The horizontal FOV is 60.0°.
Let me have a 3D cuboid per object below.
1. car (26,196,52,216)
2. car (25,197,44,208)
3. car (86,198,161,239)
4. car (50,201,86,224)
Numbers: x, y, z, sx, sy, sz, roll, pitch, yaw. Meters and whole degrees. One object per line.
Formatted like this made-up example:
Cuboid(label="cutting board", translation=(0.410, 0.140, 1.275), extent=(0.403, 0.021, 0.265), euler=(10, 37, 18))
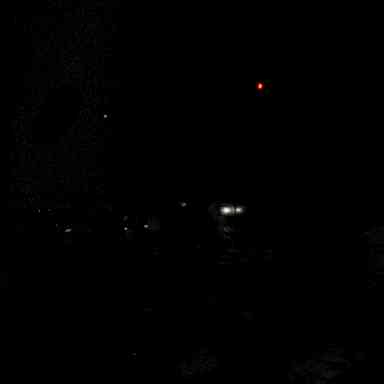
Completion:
Cuboid(label="car", translation=(-16.170, 1.488, 36.241), extent=(2.150, 2.045, 5.566), euler=(1, -1, -35))
Cuboid(label="car", translation=(-26.244, 1.750, 55.369), extent=(2.097, 1.767, 4.553), euler=(1, -1, -35))
Cuboid(label="car", translation=(-3.925, 1.396, 19.084), extent=(2.150, 2.045, 5.566), euler=(1, -1, -36))
Cuboid(label="car", translation=(-10.019, 1.697, 27.605), extent=(1.882, 1.535, 5.008), euler=(1, -1, -35))
